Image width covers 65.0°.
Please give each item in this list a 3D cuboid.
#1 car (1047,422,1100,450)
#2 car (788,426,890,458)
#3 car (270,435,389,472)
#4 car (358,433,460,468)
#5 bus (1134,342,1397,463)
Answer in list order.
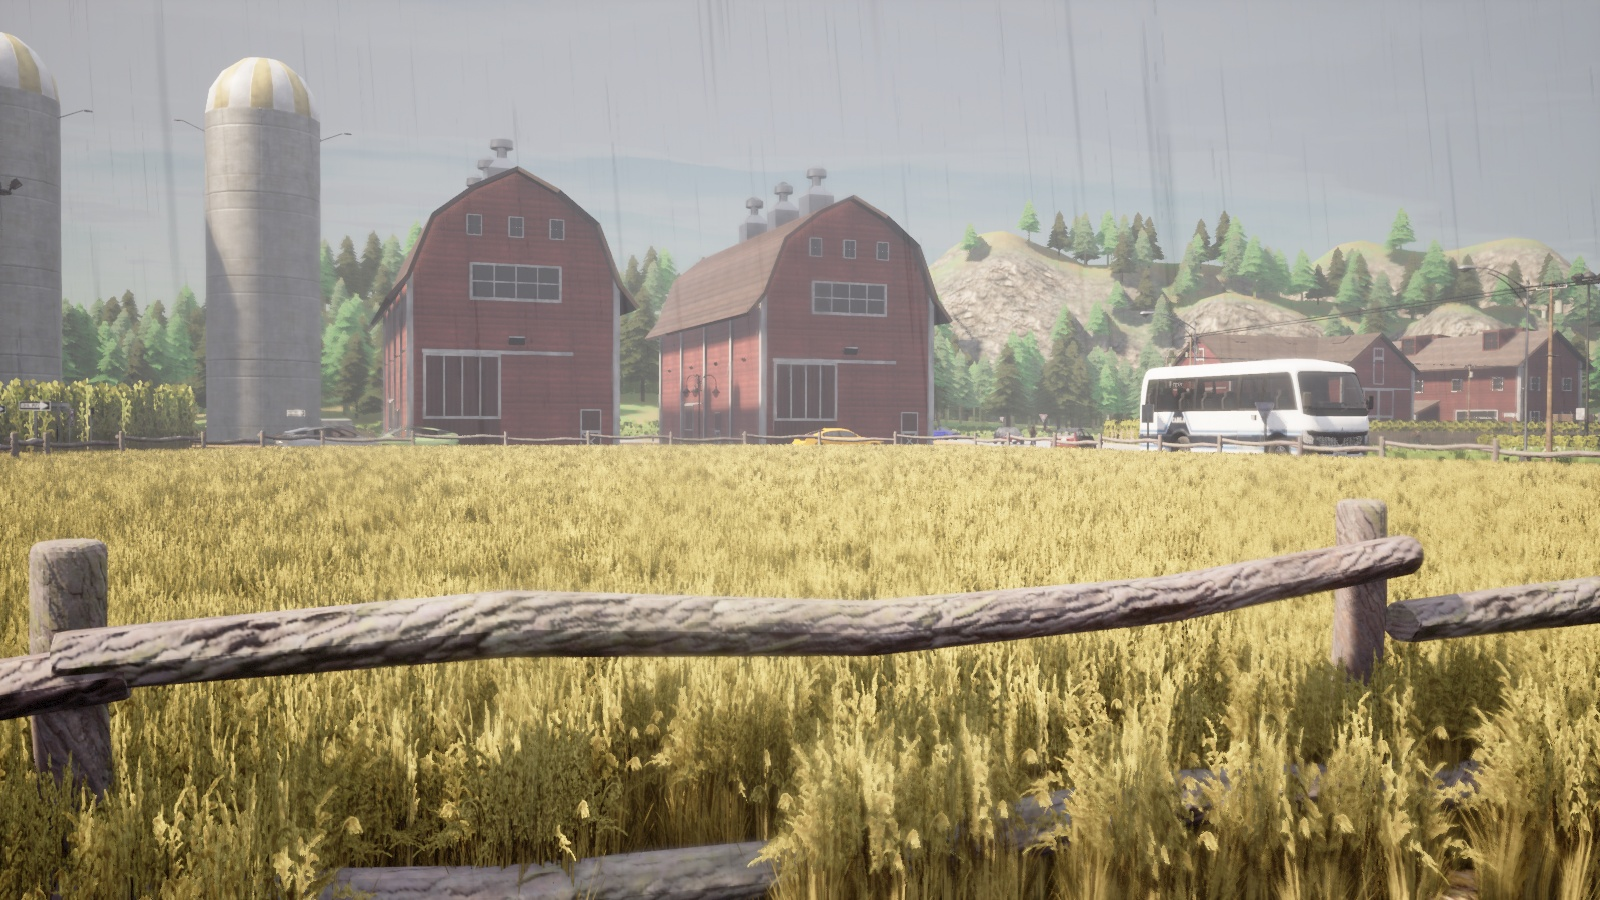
[{"bbox_3d":[15.504,-0.800,71.058,1.789,1.549,3.705,-1,1,31],"label":"car"},{"bbox_3d":[2.065,-0.443,66.383,5.008,1.535,1.882,-1,1,-20],"label":"car"},{"bbox_3d":[-20.917,0.132,55.904,4.514,1.525,2.007,-2,1,-44],"label":"car"},{"bbox_3d":[-18.976,0.002,60.977,4.514,1.525,2.007,-2,1,-24],"label":"car"},{"bbox_3d":[18.037,-1.767,49.780,3.944,4.253,10.273,-1,1,-21],"label":"bus"}]
